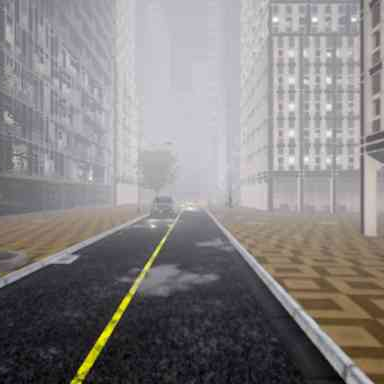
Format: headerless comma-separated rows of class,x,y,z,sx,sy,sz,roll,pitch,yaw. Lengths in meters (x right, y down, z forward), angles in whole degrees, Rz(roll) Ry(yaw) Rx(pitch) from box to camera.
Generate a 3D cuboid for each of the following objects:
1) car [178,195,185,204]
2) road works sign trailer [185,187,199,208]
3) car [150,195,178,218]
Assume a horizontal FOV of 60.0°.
car,-2.749,1.693,74.070,2.150,2.045,5.566,0,-1,0
road works sign trailer,0.001,0.837,53.960,2.380,3.560,2.880,0,0,0
car,-2.843,1.433,33.131,2.150,2.045,5.566,0,0,0
